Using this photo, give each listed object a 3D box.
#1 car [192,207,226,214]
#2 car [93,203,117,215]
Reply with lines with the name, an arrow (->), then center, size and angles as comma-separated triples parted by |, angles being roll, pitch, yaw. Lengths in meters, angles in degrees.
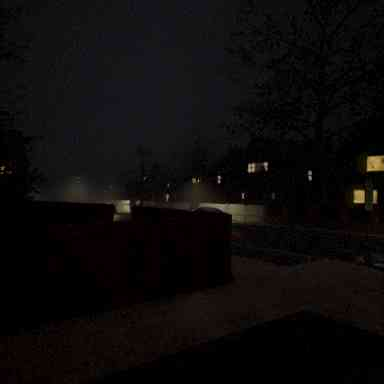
car -> 0.869, 1.810, 23.834 | 1.812, 1.442, 4.674 | 2, -2, -35
car -> -10.613, 2.040, 40.325 | 1.812, 1.442, 4.674 | 2, -2, -35
